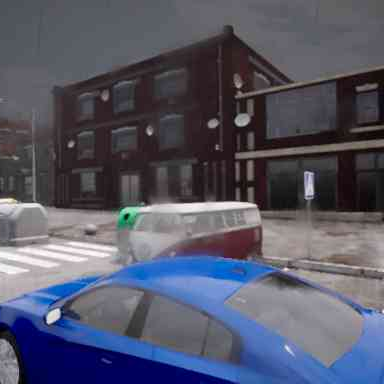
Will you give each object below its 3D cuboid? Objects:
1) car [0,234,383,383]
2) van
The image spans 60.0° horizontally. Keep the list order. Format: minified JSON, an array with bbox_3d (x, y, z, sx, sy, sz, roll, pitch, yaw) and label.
[{"bbox_3d":[-0.231,1.465,3.534,5.008,1.535,1.882,-1,1,35],"label":"car"},{"bbox_3d":[0.187,1.278,8.675,1.878,1.987,4.442,0,0,35],"label":"van"}]
